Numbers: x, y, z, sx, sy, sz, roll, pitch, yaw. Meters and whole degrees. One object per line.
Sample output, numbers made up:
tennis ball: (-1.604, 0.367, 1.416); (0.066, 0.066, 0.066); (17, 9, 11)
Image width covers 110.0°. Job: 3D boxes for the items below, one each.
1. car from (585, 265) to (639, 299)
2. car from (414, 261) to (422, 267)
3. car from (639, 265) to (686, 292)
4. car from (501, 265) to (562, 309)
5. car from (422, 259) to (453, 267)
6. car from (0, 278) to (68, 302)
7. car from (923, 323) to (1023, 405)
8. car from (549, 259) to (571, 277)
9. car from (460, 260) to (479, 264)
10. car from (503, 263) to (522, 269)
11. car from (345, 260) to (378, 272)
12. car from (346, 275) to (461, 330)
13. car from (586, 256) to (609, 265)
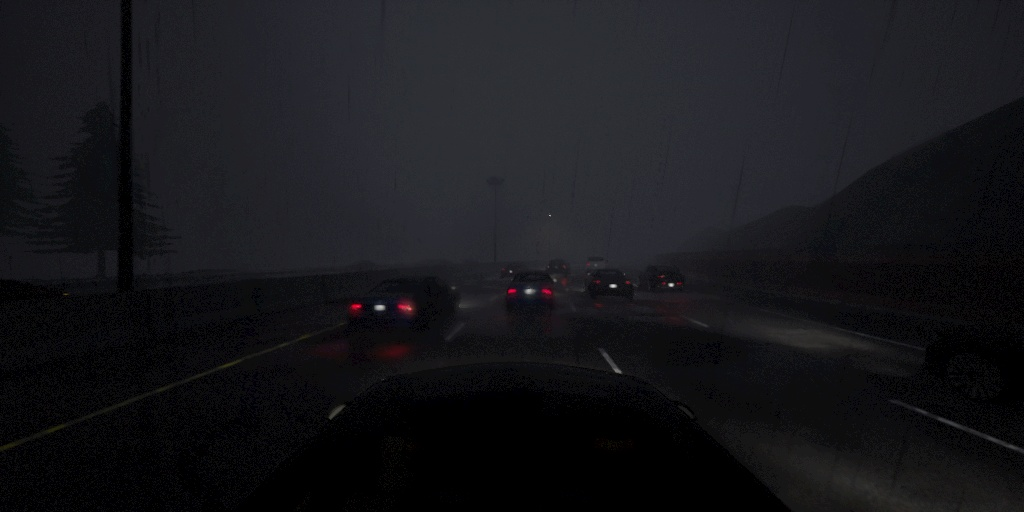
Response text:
car: (4.819, 1.324, 18.209); (1.994, 1.385, 4.181); (0, 0, 7)
car: (-12.422, 1.184, 52.817); (1.882, 1.535, 5.008); (0, 0, 18)
car: (8.808, 1.275, 21.387); (1.837, 1.490, 4.892); (0, 0, 9)
car: (0.868, 1.292, 14.879); (2.033, 1.411, 5.357); (0, 0, 6)
car: (-9.811, 1.207, 49.403); (2.128, 1.511, 4.902); (0, 0, 17)
car: (-13.812, 1.237, 8.503); (1.812, 1.442, 4.674); (0, 0, 3)
car: (7.200, 1.261, 3.422); (2.128, 1.511, 4.902); (0, 0, 1)
car: (4.736, 1.108, 35.849); (2.097, 1.767, 4.553); (0, 0, 14)
car: (-5.937, 1.272, 50.140); (2.033, 1.411, 5.357); (0, 0, 18)
car: (0.352, 1.309, 32.740); (1.994, 1.385, 4.181); (0, 0, 13)
car: (-18.549, 1.217, 44.370); (1.812, 1.442, 4.674); (0, 0, 16)
car: (-2.981, 1.288, 11.095); (2.033, 1.411, 5.357); (0, 0, 4)
car: (9.605, 0.990, 40.420); (2.150, 2.045, 5.566); (0, 0, 16)
